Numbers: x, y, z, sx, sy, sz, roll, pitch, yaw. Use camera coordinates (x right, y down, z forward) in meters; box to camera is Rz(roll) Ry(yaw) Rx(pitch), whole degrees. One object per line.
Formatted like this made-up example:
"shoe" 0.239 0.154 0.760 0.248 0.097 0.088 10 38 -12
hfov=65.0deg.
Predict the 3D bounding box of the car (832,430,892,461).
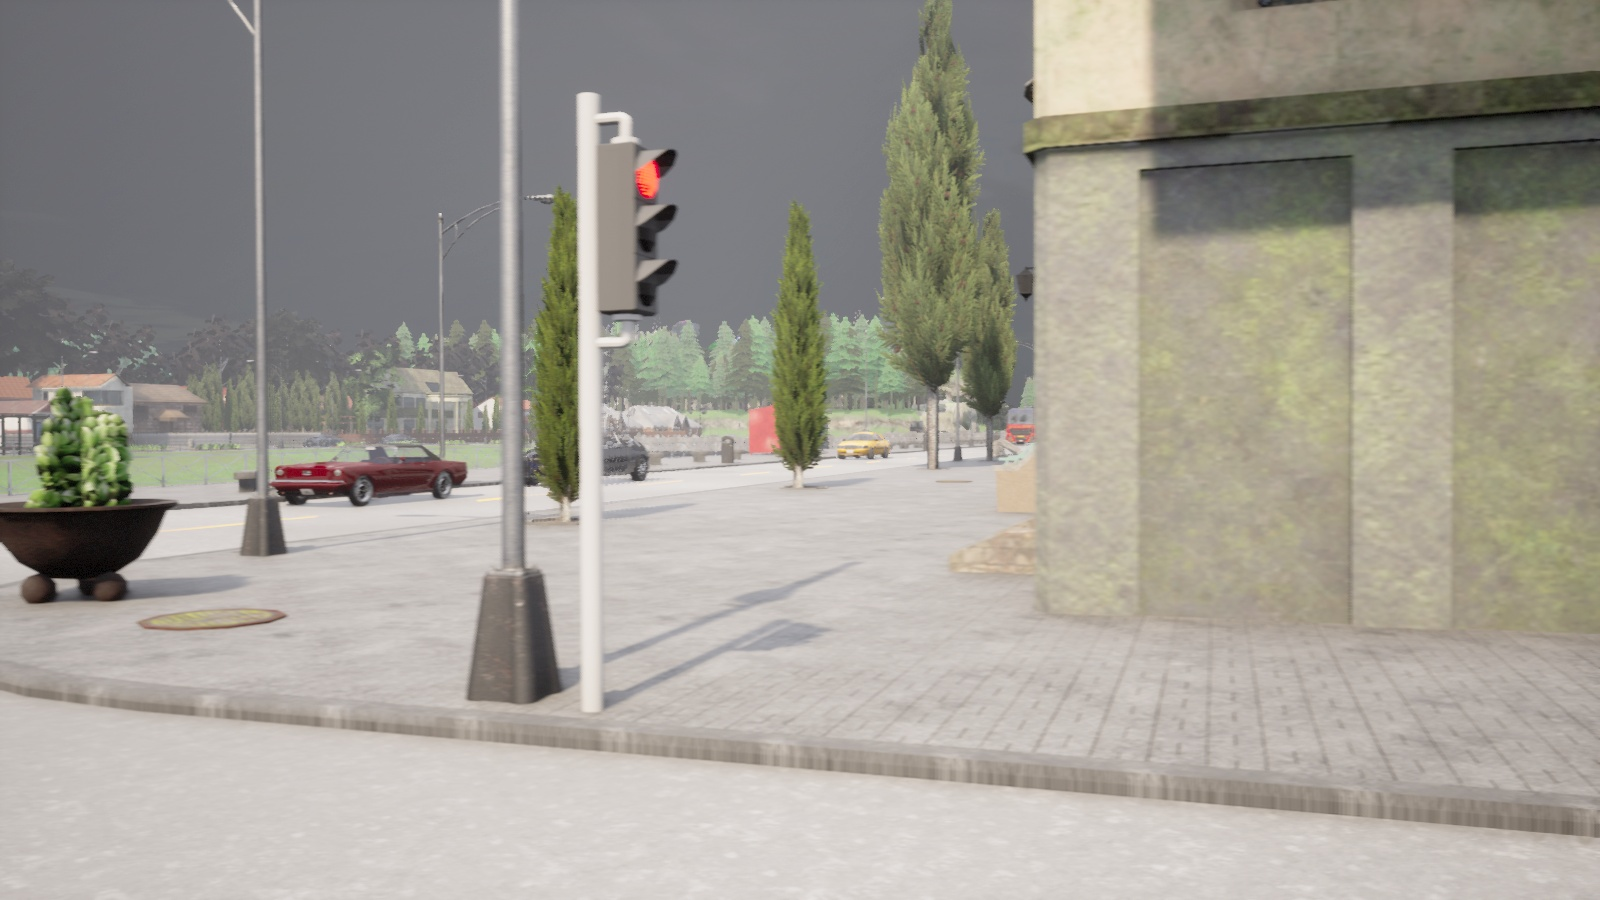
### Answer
"car" 3.380 -0.292 66.949 1.801 1.575 5.366 1 1 18

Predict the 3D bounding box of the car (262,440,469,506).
"car" -9.575 0.441 28.128 1.895 1.301 4.718 1 1 18

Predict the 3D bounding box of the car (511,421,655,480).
"car" -6.391 -0.021 37.663 2.152 1.651 5.027 1 1 18
